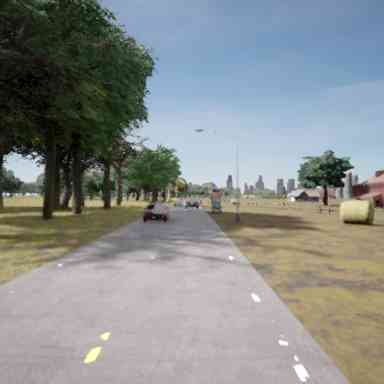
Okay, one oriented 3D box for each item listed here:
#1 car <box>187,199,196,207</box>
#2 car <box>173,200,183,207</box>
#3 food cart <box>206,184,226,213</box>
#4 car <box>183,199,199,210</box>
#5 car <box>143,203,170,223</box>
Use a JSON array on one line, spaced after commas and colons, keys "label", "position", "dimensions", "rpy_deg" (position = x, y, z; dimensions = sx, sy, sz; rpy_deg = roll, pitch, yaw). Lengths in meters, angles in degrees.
[{"label": "car", "position": [-0.009, 2.292, 70.711], "dimensions": [1.837, 1.490, 4.892], "rpy_deg": [0, -1, 0]}, {"label": "car", "position": [-2.760, 2.396, 68.711], "dimensions": [1.812, 1.442, 4.674], "rpy_deg": [0, -1, 0]}, {"label": "food cart", "position": [3.087, 0.872, 44.165], "dimensions": [2.280, 3.560, 4.660], "rpy_deg": [-1, -2, 0]}, {"label": "car", "position": [0.000, 1.922, 54.641], "dimensions": [2.097, 1.767, 4.553], "rpy_deg": [0, -1, 0]}, {"label": "car", "position": [-2.851, 1.651, 27.292], "dimensions": [1.882, 1.535, 5.008], "rpy_deg": [0, -1, 0]}]
